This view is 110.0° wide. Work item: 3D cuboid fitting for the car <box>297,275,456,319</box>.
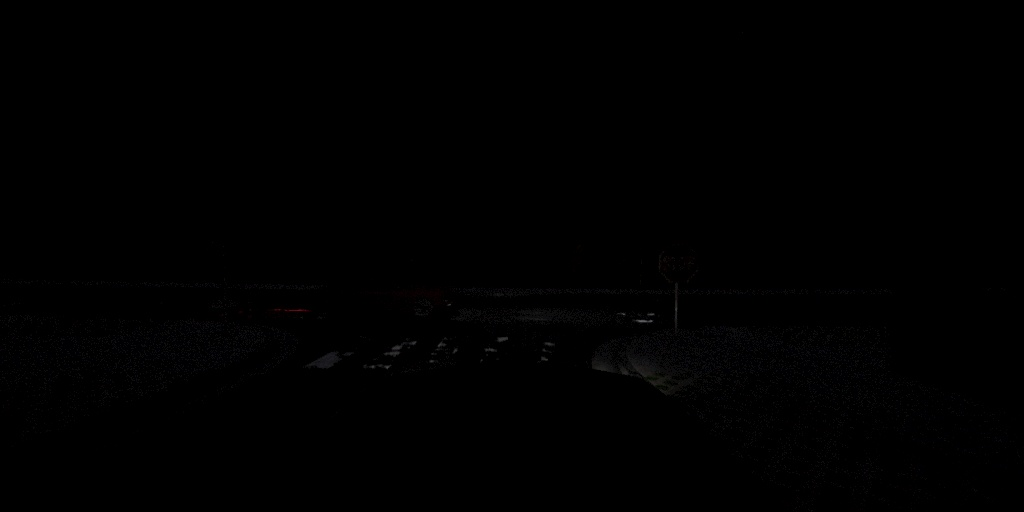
[{"bbox_3d":[-4.297,1.290,11.974,4.718,1.301,1.895,0,1,0],"label":"car"}]
